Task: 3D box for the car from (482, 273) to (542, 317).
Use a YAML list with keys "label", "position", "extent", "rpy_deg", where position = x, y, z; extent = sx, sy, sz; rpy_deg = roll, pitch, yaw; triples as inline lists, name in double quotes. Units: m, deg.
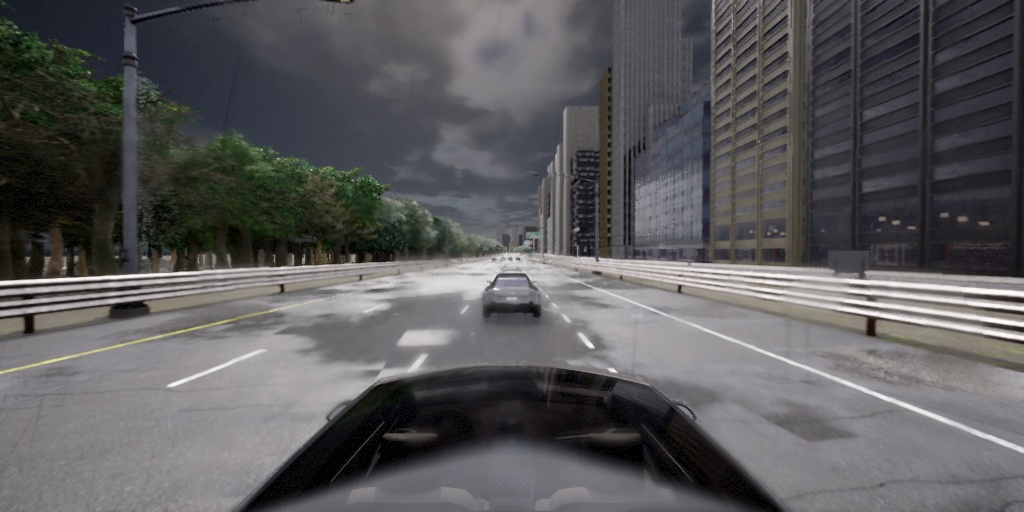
- label: "car"
  position: [-0.002, 1.315, 13.220]
  extent: [1.994, 1.385, 4.181]
  rpy_deg: [0, 0, 0]
